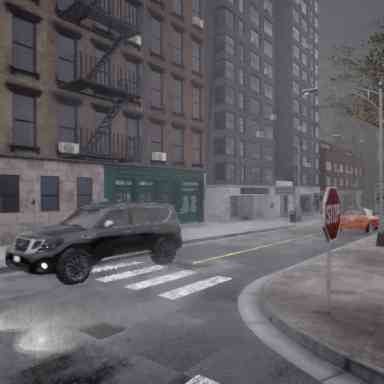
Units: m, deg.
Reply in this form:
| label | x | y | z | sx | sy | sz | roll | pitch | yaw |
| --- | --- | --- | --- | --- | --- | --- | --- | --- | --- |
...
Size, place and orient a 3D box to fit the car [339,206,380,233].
| label | x | y | z | sx | sy | sz | roll | pitch | yaw |
| --- | --- | --- | --- | --- | --- | --- | --- | --- | --- |
| car | 12.145 | 1.930 | 24.174 | 2.097 | 1.767 | 4.553 | 0 | -2 | 39 |

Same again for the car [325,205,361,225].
| label | x | y | z | sx | sy | sz | roll | pitch | yaw |
| --- | --- | --- | --- | --- | --- | --- | --- | --- | --- |
| car | 14.642 | 2.129 | 32.009 | 2.097 | 1.767 | 4.553 | 0 | -2 | 39 |

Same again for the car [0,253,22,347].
| label | x | y | z | sx | sy | sz | roll | pitch | yaw |
| --- | --- | --- | --- | --- | --- | --- | --- | --- | --- |
| car | -4.409 | 1.566 | 3.447 | 1.994 | 1.385 | 4.181 | 0 | -1 | 39 |

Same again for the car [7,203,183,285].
| label | x | y | z | sx | sy | sz | roll | pitch | yaw |
| --- | --- | --- | --- | --- | --- | --- | --- | --- | --- |
| car | -2.621 | 1.367 | 10.437 | 2.150 | 2.045 | 5.566 | 0 | -1 | 39 |
